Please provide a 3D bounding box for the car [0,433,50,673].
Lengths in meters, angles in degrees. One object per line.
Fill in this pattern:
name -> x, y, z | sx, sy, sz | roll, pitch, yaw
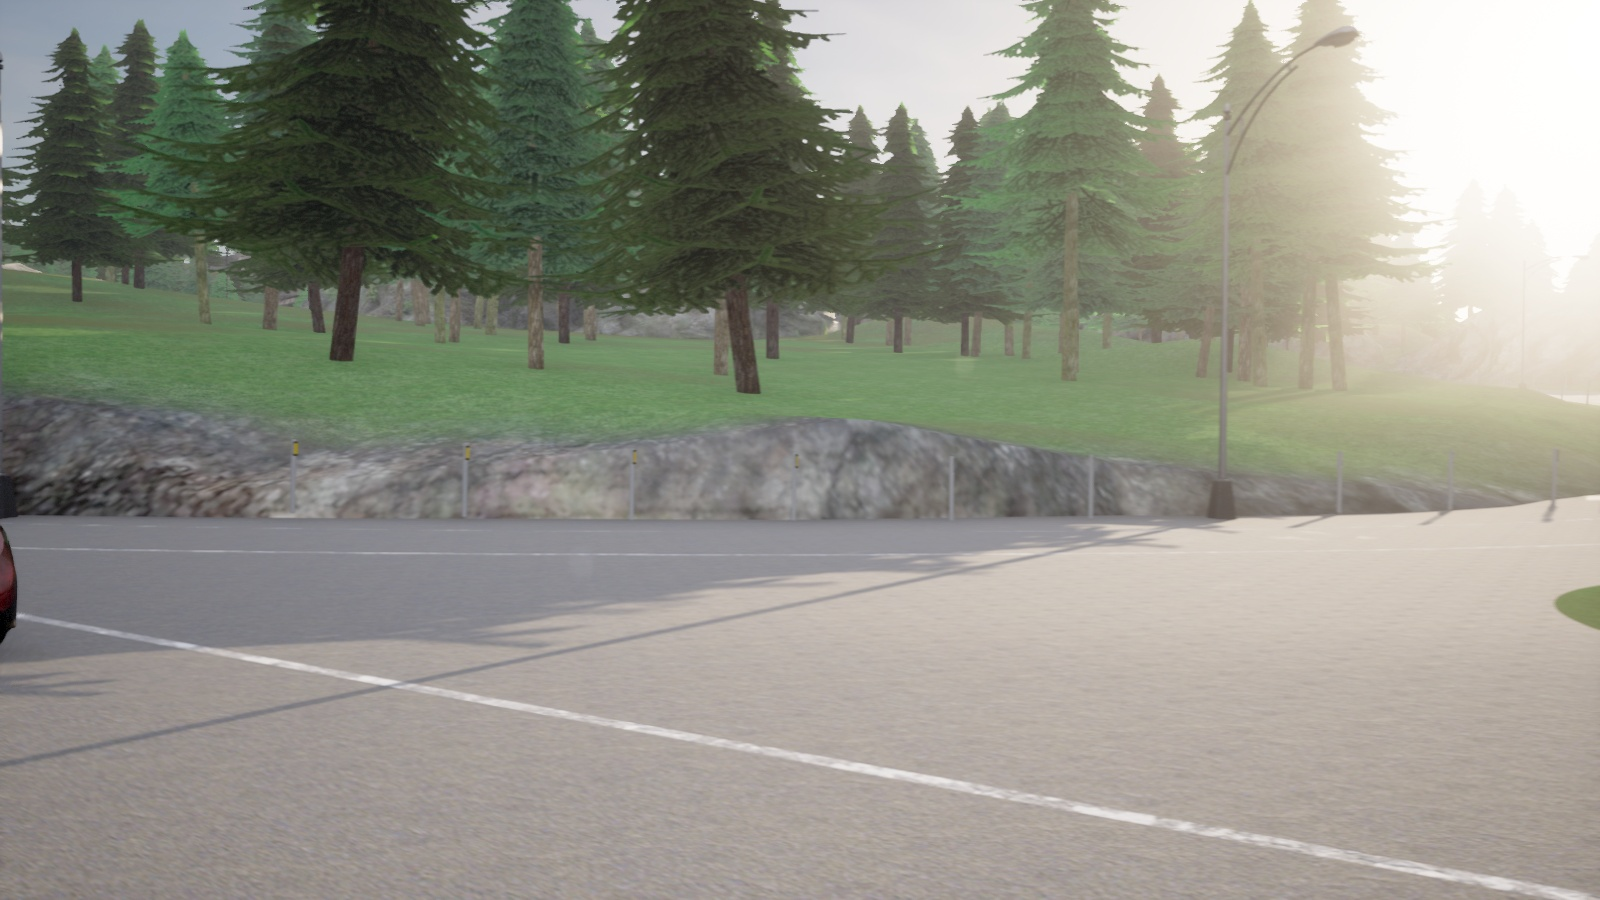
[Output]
car -> -6.909, 0.647, 8.213 | 3.806, 1.475, 1.970 | 0, 1, 34
